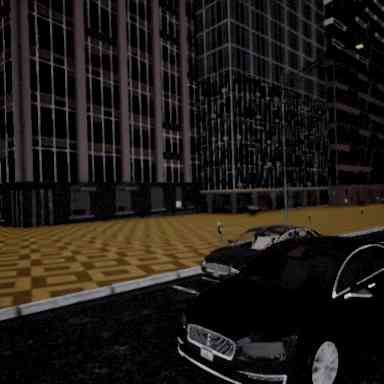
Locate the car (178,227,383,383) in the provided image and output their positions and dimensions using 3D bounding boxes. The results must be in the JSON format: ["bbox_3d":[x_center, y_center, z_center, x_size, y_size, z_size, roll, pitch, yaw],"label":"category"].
[{"bbox_3d":[1.965,1.531,5.301,4.892,1.490,1.837,0,-1,-42],"label":"car"}]

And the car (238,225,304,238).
[{"bbox_3d":[2.153,1.610,8.982,4.403,1.369,2.008,-1,-2,-42],"label":"car"}]
